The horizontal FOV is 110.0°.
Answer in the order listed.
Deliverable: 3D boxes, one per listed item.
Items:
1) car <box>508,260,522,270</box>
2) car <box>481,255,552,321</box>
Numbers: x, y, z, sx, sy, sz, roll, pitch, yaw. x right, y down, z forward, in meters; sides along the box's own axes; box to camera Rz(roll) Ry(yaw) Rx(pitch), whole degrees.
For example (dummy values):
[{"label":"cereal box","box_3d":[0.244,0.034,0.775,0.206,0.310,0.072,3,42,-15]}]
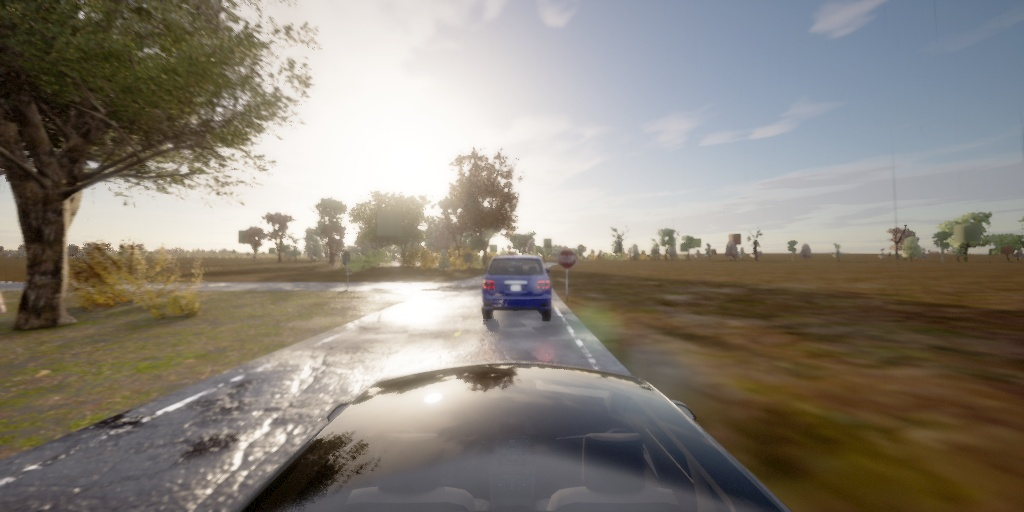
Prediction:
[{"label":"car","box_3d":[0.593,1.453,59.357,1.812,1.442,4.674,0,0,7]},{"label":"car","box_3d":[0.208,1.005,12.749,2.150,2.045,5.566,0,0,2]}]
